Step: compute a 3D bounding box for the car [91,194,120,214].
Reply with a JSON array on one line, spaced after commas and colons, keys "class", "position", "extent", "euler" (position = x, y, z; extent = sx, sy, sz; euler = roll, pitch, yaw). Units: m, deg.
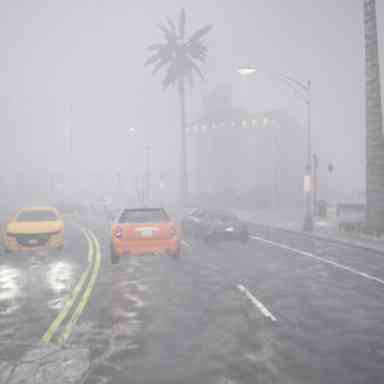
[{"class": "car", "position": [-7.550, 1.189, 30.061], "extent": [1.812, 1.442, 4.674], "euler": [0, 1, -39]}]

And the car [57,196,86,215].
[{"class": "car", "position": [-10.971, 1.279, 28.859], "extent": [1.895, 1.301, 4.718], "euler": [-1, 1, -41]}]

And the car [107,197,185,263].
[{"class": "car", "position": [-1.849, 1.218, 11.804], "extent": [2.097, 1.767, 4.553], "euler": [0, 1, -14]}]

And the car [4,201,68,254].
[{"class": "car", "position": [-6.090, 1.329, 13.276], "extent": [1.882, 1.535, 5.008], "euler": [0, 1, -20]}]

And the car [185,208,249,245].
[{"class": "car", "position": [0.858, 1.395, 14.829], "extent": [1.994, 1.385, 4.181], "euler": [0, 1, -17]}]

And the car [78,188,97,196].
[{"class": "car", "position": [-20.852, 0.555, 62.753], "extent": [4.553, 1.767, 2.185], "euler": [0, 1, 30]}]
